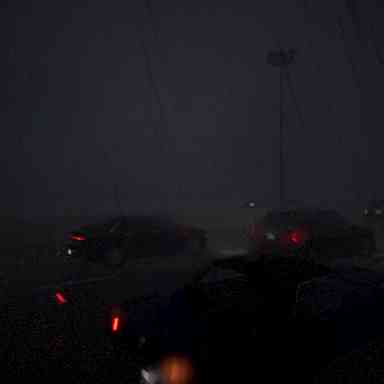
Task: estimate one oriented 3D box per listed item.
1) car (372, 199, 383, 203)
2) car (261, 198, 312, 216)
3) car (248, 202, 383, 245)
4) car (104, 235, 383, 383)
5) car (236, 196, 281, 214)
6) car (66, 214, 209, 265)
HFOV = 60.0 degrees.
[{"bbox_3d":[13.268,1.291,21.847,4.553,1.767,2.097,0,0,-36],"label":"car"},{"bbox_3d":[9.142,1.426,32.049,4.902,1.511,2.128,0,0,-36],"label":"car"},{"bbox_3d":[4.036,1.328,10.947,4.553,1.767,2.097,0,0,-36],"label":"car"},{"bbox_3d":[1.351,1.591,4.725,4.718,1.301,1.895,0,0,-35],"label":"car"},{"bbox_3d":[7.009,1.287,34.826,4.553,1.767,2.097,0,0,-36],"label":"car"},{"bbox_3d":[-1.636,1.493,11.199,4.892,1.490,1.837,0,0,-35],"label":"car"}]
